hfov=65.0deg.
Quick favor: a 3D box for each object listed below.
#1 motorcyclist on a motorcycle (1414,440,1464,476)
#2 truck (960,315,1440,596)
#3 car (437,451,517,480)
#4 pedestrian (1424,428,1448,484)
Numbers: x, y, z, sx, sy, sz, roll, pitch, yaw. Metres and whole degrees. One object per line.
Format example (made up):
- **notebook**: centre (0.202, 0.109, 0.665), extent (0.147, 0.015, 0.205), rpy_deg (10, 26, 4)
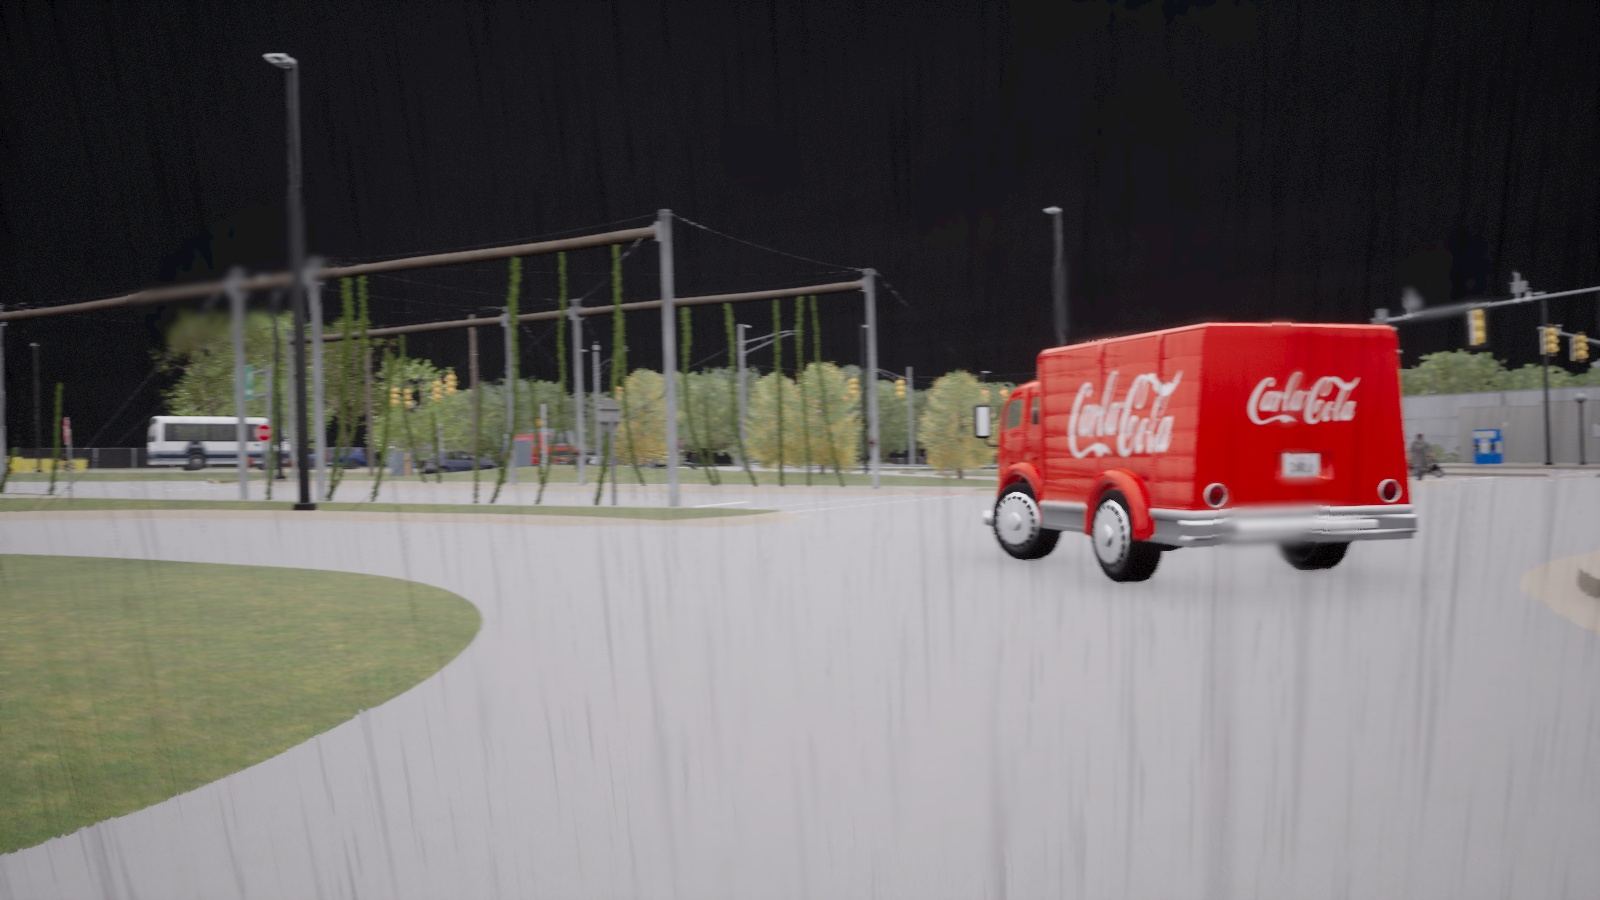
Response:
- **motorcyclist on a motorcycle**: centre (28.988, 0.364, 56.952), extent (0.866, 1.590, 1.817), rpy_deg (-1, 1, -42)
- **truck**: centre (4.002, 0.039, 13.879), extent (2.627, 2.467, 5.204), rpy_deg (-1, 0, -15)
- **car**: centre (-18.379, 0.885, 71.416), extent (3.988, 1.617, 1.851), rpy_deg (0, -2, -38)
- **pedestrian**: centre (22.479, 0.210, 44.370), extent (0.659, 1.952, 0.873), rpy_deg (-2, 0, 28)
